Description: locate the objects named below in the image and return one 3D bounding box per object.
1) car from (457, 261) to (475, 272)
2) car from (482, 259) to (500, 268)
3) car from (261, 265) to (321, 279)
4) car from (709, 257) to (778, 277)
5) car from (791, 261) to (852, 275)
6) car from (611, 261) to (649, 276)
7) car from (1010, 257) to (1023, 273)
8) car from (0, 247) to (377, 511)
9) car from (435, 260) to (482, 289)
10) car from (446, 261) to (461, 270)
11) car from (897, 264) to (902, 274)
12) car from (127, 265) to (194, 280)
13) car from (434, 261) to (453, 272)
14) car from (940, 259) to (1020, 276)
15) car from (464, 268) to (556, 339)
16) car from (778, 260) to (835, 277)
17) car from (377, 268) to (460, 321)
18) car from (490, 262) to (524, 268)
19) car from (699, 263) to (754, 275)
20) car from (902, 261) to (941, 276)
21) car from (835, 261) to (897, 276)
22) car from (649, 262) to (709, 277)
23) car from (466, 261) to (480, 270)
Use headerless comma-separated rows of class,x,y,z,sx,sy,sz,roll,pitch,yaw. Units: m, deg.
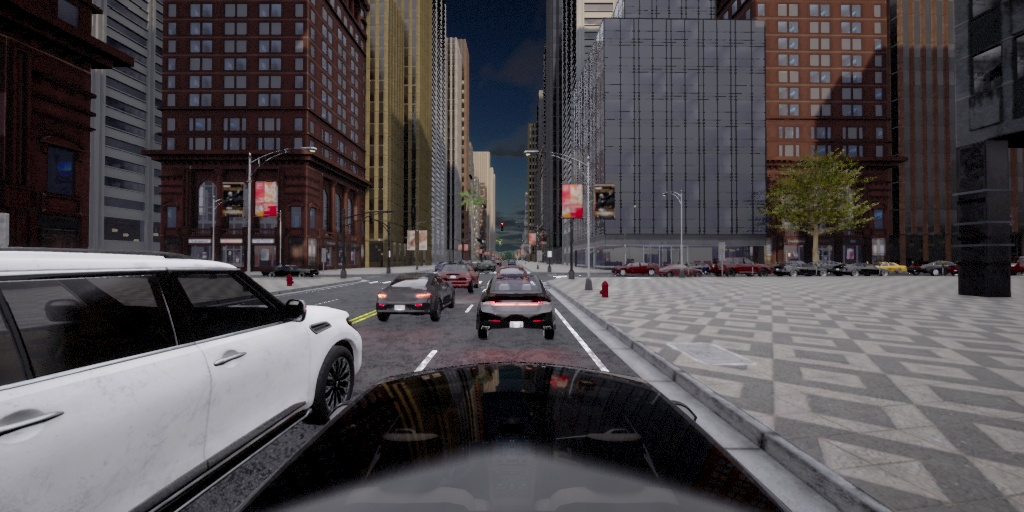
car,-6.628,1.475,52.184,2.128,1.511,4.902,0,0,0
car,-3.312,1.325,50.630,2.097,1.767,4.553,0,0,2
car,-21.476,1.531,34.930,4.718,1.301,1.895,0,-1,0
car,20.935,1.048,33.019,5.009,1.841,2.192,0,0,-1
car,33.572,1.259,38.988,4.902,1.511,2.128,0,-1,-1
car,13.244,1.307,38.680,5.008,1.535,1.882,0,-1,-2
car,49.124,0.980,33.474,5.009,1.841,2.192,0,0,-1
car,-3.155,0.972,2.593,2.150,2.045,5.566,0,0,0
car,-3.161,1.146,21.352,2.097,1.767,4.553,0,0,0
car,-9.863,1.572,60.830,1.812,1.442,4.674,0,0,0
car,43.184,1.305,41.904,4.829,1.417,1.751,0,0,-1
car,-34.142,1.589,34.933,4.718,1.301,1.895,0,-1,0
car,-9.868,1.508,51.907,1.812,1.442,4.674,0,0,0
car,43.485,1.221,33.383,4.507,1.381,1.888,0,0,-1
car,0.094,1.250,10.062,2.128,1.511,4.902,0,0,0
car,26.572,1.283,33.109,4.313,1.339,1.948,0,0,-1
car,-3.156,1.290,12.372,1.812,1.442,4.674,0,0,0
car,-0.011,1.264,19.562,1.882,1.535,5.008,0,0,0
car,23.161,1.398,38.827,4.718,1.301,1.895,0,-1,-1
car,42.833,1.214,35.999,4.892,1.490,1.837,0,-1,-1
car,32.209,1.267,33.200,4.313,1.339,1.948,0,0,-1
car,15.297,1.335,32.928,4.207,1.307,1.802,0,0,-1
car,-6.613,1.575,61.284,1.812,1.442,4.674,0,0,0
